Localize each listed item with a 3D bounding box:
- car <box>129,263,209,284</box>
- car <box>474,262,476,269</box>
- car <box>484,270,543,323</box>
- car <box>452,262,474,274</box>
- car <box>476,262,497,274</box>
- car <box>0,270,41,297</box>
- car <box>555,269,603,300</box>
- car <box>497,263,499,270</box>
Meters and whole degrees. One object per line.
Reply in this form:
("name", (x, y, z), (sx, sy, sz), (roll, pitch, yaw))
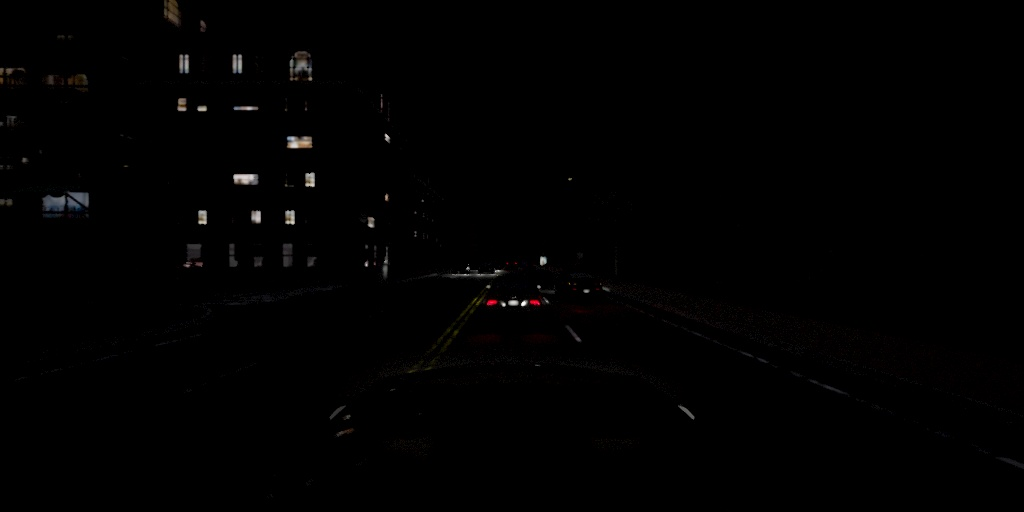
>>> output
("car", (-22.823, 1.131, 23.904), (4.403, 1.370, 2.007), (0, 0, -1))
("car", (-6.568, 1.754, 63.744), (2.033, 1.411, 5.357), (0, 0, 1))
("car", (0.057, 1.375, 12.529), (2.033, 1.411, 5.357), (0, 0, 0))
("car", (-6.625, 1.629, 47.222), (2.033, 1.411, 5.357), (0, 0, 0))
("car", (-3.371, 1.609, 47.511), (1.812, 1.442, 4.674), (0, -1, 0))
("car", (-23.320, 1.134, 15.473), (4.507, 1.381, 1.888), (0, 0, -1))
("car", (3.327, 1.396, 18.304), (1.812, 1.442, 4.674), (0, 0, 0))
("car", (-3.320, 1.810, 64.070), (1.895, 1.301, 4.718), (0, 0, 0))
